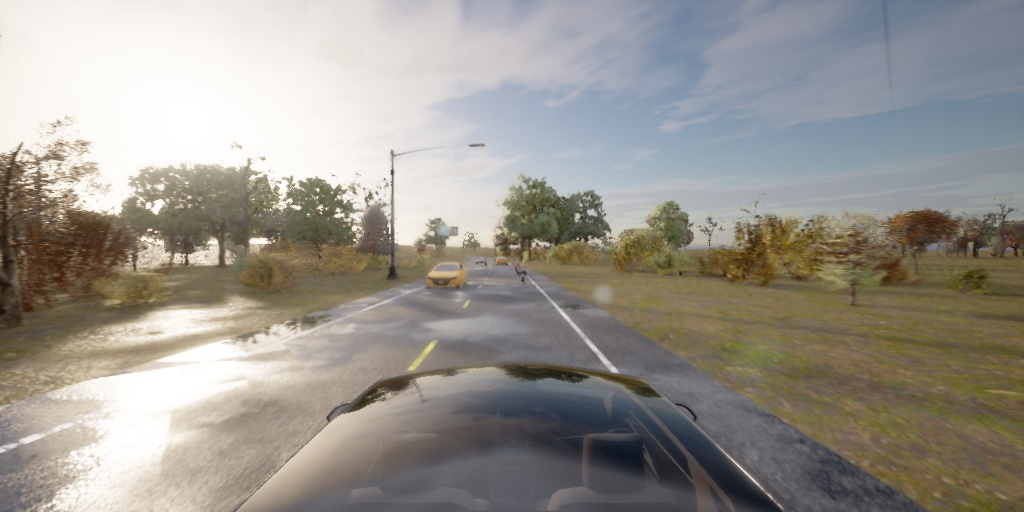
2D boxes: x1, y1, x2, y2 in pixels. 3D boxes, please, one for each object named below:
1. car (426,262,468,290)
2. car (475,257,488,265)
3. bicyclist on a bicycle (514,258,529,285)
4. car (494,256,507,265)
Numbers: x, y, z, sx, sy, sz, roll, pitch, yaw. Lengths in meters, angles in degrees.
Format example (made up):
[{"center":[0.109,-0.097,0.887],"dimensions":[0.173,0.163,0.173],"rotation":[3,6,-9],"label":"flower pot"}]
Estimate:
[{"center":[-3.785,1.111,21.476],"dimensions":[1.882,1.535,5.008],"rotation":[0,0,-1],"label":"car"},{"center":[-5.331,0.881,62.343],"dimensions":[1.812,1.442,4.674],"rotation":[0,0,-3],"label":"car"},{"center":[0.726,1.047,23.275],"dimensions":[0.866,1.612,1.509],"rotation":[0,0,-1],"label":"bicyclist on a bicycle"},{"center":[-1.819,0.817,63.094],"dimensions":[1.882,1.535,5.008],"rotation":[0,0,-3],"label":"car"}]
